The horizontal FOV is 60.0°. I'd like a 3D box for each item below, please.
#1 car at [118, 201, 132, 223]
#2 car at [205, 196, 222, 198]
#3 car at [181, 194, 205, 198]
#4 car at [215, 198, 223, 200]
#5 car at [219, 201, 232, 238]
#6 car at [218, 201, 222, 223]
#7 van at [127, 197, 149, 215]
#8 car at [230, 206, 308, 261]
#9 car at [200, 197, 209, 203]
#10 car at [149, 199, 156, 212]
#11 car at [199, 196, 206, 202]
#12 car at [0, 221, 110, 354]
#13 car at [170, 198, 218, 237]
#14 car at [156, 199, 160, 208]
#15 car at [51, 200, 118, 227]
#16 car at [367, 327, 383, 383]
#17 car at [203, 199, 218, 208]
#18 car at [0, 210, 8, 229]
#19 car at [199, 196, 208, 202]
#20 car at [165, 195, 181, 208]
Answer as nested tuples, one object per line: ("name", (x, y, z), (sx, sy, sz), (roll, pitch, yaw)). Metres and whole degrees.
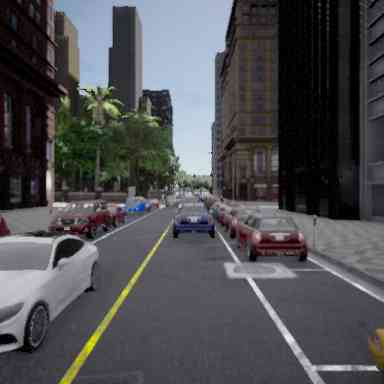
("car", (-5.764, 1.606, 23.257), (1.887, 1.381, 4.507), (0, 0, 0))
("car", (2.762, 1.421, 39.519), (2.192, 1.841, 5.009), (0, 0, 0))
("car", (0.104, 1.457, 38.961), (2.097, 1.767, 4.553), (0, 0, 0))
("car", (2.763, 1.617, 34.264), (1.752, 1.417, 4.829), (0, 0, 0))
("car", (2.760, 1.486, 17.819), (1.967, 1.590, 4.097), (0, 0, 0))
("car", (2.760, 1.606, 23.244), (1.887, 1.381, 4.507), (0, 0, 0))
("van", (-5.764, 1.433, 34.110), (1.690, 1.788, 3.998), (0, 0, 0))
("car", (2.760, 1.471, 12.394), (1.967, 1.590, 4.097), (0, 0, 0))
("car", (2.768, 1.761, 76.806), (1.947, 1.339, 4.313), (0, 0, 0))
("car", (-5.762, 1.547, 39.536), (1.967, 1.590, 4.097), (0, 0, 0))
("car", (2.769, 1.744, 87.817), (1.752, 1.417, 4.829), (0, 0, 0))
("car", (-3.086, 1.541, 6.292), (1.812, 1.442, 4.674), (0, 0, 0))
("car", (0.102, 1.400, 18.299), (2.097, 1.767, 4.553), (0, 0, 0))
("car", (-5.761, 1.717, 50.388), (1.802, 1.307, 4.206), (0, 0, 0))
("car", (-5.765, 1.361, 17.832), (2.192, 1.841, 5.009), (0, 0, 0))
("car", (2.759, 1.530, 1.714), (1.752, 1.417, 4.829), (0, 0, 0))
("car", (2.765, 1.700, 50.369), (1.947, 1.339, 4.313), (0, 0, 0))
("car", (-5.766, 1.333, 6.980), (2.192, 1.841, 5.009), (0, 0, 0))
("car", (2.769, 1.773, 82.226), (1.947, 1.339, 4.313), (0, 0, 0))
("car", (-2.995, 1.646, 51.151), (2.128, 1.511, 4.902), (0, 0, 0))
